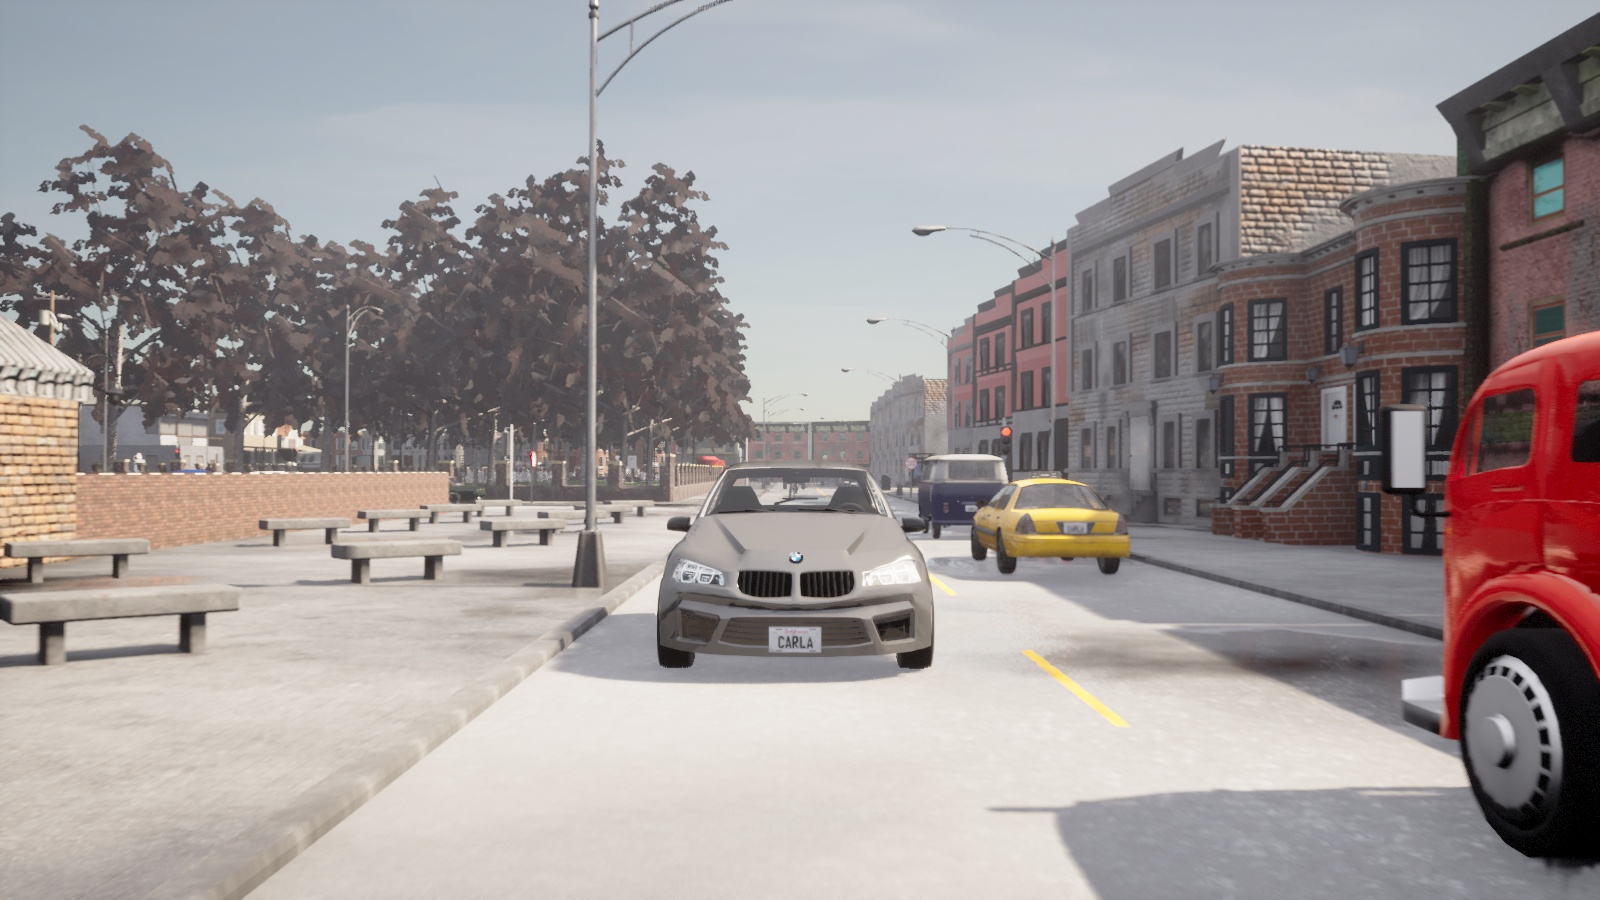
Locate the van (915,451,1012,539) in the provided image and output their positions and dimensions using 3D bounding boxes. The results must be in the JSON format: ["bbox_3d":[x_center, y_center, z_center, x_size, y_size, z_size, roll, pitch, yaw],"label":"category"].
[{"bbox_3d":[3.905,1.066,30.692,1.775,1.987,4.442,0,-1,0],"label":"van"}]

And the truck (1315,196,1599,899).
[{"bbox_3d":[3.988,0.377,3.872,2.627,2.467,5.204,0,-1,0],"label":"truck"}]

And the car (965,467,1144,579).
[{"bbox_3d":[3.948,1.080,20.432,1.801,1.575,5.366,0,-1,0],"label":"car"}]

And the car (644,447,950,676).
[{"bbox_3d":[-0.029,0.852,11.507,2.242,1.667,4.611,0,-1,0],"label":"car"}]

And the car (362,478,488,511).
[{"bbox_3d":[-15.567,1.854,52.369,4.718,1.301,1.895,0,-1,-2],"label":"car"}]
